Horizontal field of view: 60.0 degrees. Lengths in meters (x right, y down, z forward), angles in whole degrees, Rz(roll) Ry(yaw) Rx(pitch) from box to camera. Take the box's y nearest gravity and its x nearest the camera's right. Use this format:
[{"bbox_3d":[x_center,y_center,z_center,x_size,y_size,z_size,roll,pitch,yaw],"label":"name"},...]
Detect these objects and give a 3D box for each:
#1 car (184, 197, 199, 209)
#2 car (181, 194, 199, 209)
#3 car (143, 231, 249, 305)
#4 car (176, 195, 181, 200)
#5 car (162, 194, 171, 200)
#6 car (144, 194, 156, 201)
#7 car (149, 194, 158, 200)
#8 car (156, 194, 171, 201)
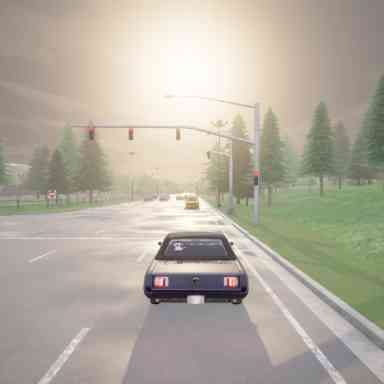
[{"bbox_3d":[-0.014,1.576,49.725,2.033,1.411,5.357,-1,1,1],"label":"car"},{"bbox_3d":[-0.080,1.091,46.212,1.882,1.535,5.008,-3,17,-4],"label":"car"},{"bbox_3d":[0.090,1.601,8.057,1.895,1.301,4.718,0,0,0],"label":"car"},{"bbox_3d":[-3.378,1.553,91.183,1.994,1.385,4.181,0,0,0],"label":"car"},{"bbox_3d":[-6.879,1.372,90.774,2.033,1.411,5.357,0,0,0],"label":"car"},{"bbox_3d":[-10.393,1.531,80.359,2.033,1.411,5.357,0,0,0],"label":"car"},{"bbox_3d":[-10.379,1.332,90.779,1.837,1.490,4.892,0,0,0],"label":"car"},{"bbox_3d":[-6.893,1.531,80.354,2.033,1.411,5.357,0,0,0],"label":"car"}]
